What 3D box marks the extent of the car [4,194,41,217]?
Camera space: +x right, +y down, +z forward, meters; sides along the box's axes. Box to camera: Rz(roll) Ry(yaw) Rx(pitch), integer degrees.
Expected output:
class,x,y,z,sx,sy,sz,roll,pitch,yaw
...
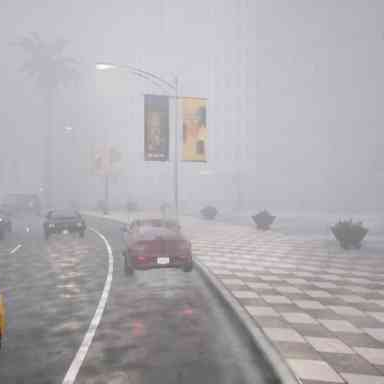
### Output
class,x,y,z,sx,sy,sz,roll,pitch,yaw
car,-16.090,1.209,31.208,5.566,2.045,2.150,0,0,45

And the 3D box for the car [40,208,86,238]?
class,x,y,z,sx,sy,sz,roll,pitch,yaw
car,-6.941,1.595,17.833,1.895,1.301,4.718,0,0,-25

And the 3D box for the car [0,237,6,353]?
class,x,y,z,sx,sy,sz,roll,pitch,yaw
car,-3.232,1.475,2.350,1.882,1.535,5.008,0,0,-4

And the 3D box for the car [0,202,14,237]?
class,x,y,z,sx,sy,sz,roll,pitch,yaw
car,-10.313,1.497,16.752,1.837,1.490,4.892,0,1,-25

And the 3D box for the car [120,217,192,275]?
class,x,y,z,sx,sy,sz,roll,pitch,yaw
car,-1.227,1.524,10.446,1.812,1.442,4.674,0,0,-13
